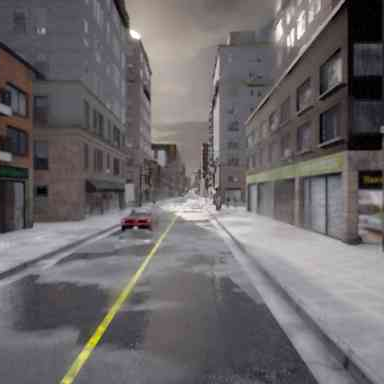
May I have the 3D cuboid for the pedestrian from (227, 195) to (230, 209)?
[{"bbox_3d":[4.643,1.293,42.856,0.375,1.860,0.375,0,0,0],"label":"pedestrian"}]

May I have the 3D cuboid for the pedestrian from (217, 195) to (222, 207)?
[{"bbox_3d":[3.644,1.310,44.056,0.375,1.860,0.375,0,0,0],"label":"pedestrian"}]

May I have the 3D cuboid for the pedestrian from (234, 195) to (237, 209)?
[{"bbox_3d":[5.644,1.280,43.455,0.375,1.860,0.375,0,0,0],"label":"pedestrian"}]

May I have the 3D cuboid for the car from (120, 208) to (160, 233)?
[{"bbox_3d":[-3.094,1.683,20.561,1.895,1.301,4.718,0,0,0],"label":"car"}]
